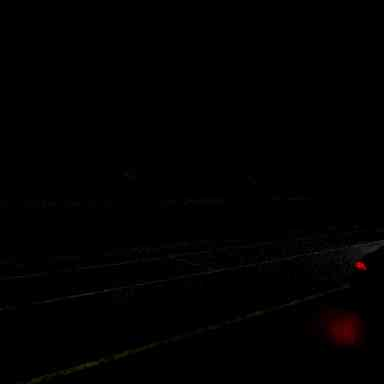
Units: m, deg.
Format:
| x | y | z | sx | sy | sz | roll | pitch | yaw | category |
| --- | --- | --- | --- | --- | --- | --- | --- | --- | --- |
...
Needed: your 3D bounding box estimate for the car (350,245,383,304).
| x | y | z | sx | sy | sz | roll | pitch | yaw | category |
| --- | --- | --- | --- | --- | --- | --- | --- | --- | --- |
| 5.233 | 1.562 | 7.047 | 4.181 | 1.385 | 1.994 | 0 | 0 | -35 | car |
